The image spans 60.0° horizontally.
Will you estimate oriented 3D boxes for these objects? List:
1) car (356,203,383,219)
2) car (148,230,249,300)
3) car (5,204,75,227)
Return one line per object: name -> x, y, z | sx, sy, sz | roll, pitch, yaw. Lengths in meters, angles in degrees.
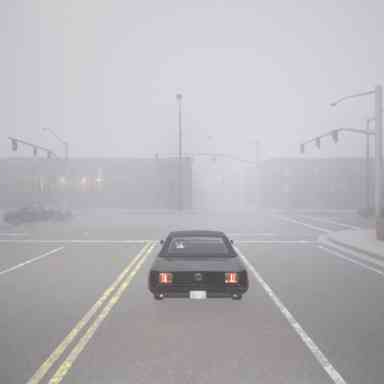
car -> 16.893, 1.601, 28.749 | 4.718, 1.301, 1.895 | 0, 0, 0
car -> 0.121, 1.601, 8.334 | 1.895, 1.301, 4.718 | 0, 0, 0
car -> -11.375, 1.658, 24.972 | 4.902, 1.511, 2.128 | -5, 0, 0
